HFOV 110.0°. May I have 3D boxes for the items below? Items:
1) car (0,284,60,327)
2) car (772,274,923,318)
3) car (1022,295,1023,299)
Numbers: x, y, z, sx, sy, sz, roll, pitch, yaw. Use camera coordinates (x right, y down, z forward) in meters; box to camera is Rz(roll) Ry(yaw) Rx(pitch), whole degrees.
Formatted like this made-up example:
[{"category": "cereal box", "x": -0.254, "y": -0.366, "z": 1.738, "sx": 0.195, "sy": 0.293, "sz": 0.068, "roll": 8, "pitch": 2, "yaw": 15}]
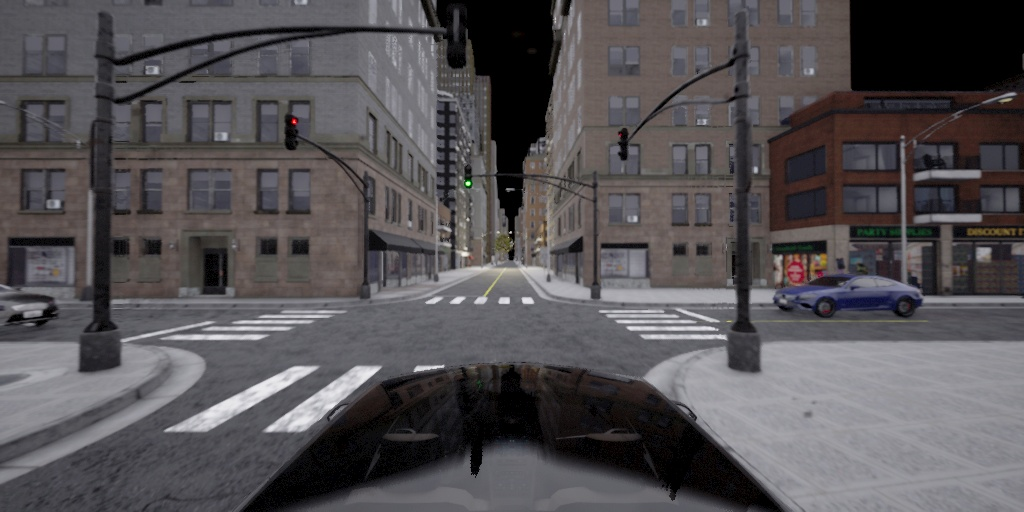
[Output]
[{"category": "car", "x": -15.581, "y": 1.327, "z": 9.836, "sx": 4.902, "sy": 1.511, "sz": 2.128, "roll": 0, "pitch": -1, "yaw": 0}, {"category": "car", "x": 12.122, "y": 1.379, "z": 13.062, "sx": 4.674, "sy": 1.442, "sz": 1.812, "roll": 0, "pitch": -1, "yaw": -2}, {"category": "car", "x": 22.069, "y": 1.442, "z": 13.074, "sx": 4.718, "sy": 1.301, "sz": 1.895, "roll": 0, "pitch": -1, "yaw": 0}]
